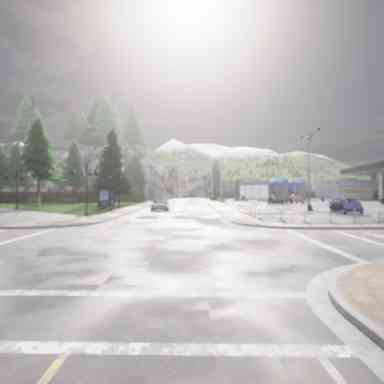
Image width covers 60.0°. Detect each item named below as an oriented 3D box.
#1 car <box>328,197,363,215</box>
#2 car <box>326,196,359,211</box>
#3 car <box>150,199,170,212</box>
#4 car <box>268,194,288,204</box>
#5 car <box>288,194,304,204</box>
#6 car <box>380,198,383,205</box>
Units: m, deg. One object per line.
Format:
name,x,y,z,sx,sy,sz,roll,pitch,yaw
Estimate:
car,13.956,1.276,30.369,1.845,1.501,3.633,0,0,0
car,17.009,1.263,37.760,1.970,1.475,3.806,0,0,0
car,-3.500,1.482,36.960,1.895,1.301,4.718,0,0,0
car,14.203,1.159,56.401,2.007,1.523,4.514,0,0,0
car,17.340,1.150,56.423,2.152,1.636,5.027,0,0,0
car,29.110,1.164,48.632,1.845,1.501,3.633,0,0,0
